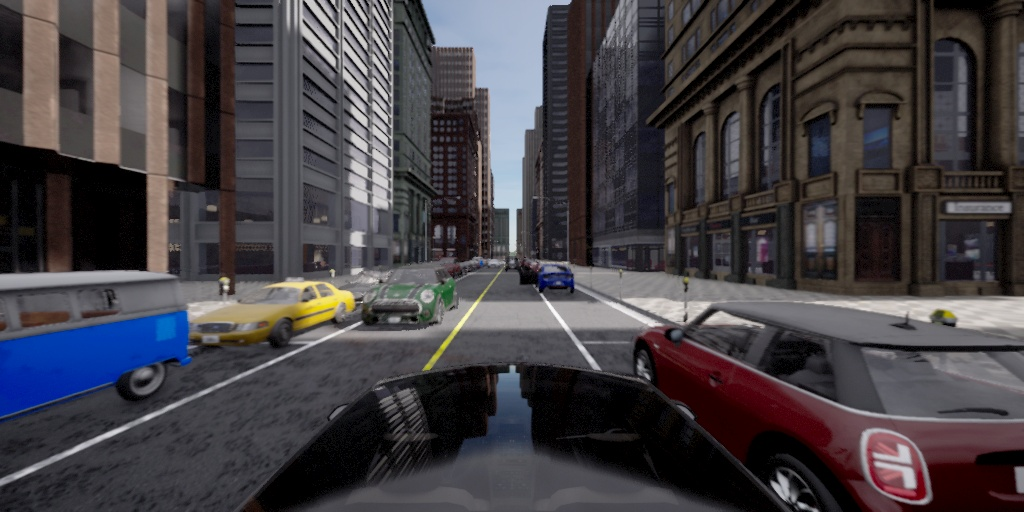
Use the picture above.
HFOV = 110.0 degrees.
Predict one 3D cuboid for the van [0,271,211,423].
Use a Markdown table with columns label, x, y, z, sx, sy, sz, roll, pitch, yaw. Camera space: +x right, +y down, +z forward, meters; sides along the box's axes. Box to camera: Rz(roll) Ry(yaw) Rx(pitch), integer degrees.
| label | x | y | z | sx | sy | sz | roll | pitch | yaw |
| --- | --- | --- | --- | --- | --- | --- | --- | --- | --- |
| van | -5.762 | 1.089 | 3.804 | 1.690 | 1.789 | 3.998 | 0 | 0 | 0 |

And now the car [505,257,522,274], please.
| label | x | y | z | sx | sy | sz | roll | pitch | yaw |
| --- | --- | --- | --- | --- | --- | --- | --- | --- | --- |
| car | 0.076 | 1.246 | 47.180 | 1.812 | 1.442 | 4.674 | 0 | 0 | 0 |

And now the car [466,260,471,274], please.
| label | x | y | z | sx | sy | sz | roll | pitch | yaw |
| --- | --- | --- | --- | --- | --- | --- | --- | --- | --- |
| car | -5.753 | 1.291 | 37.624 | 1.948 | 1.339 | 4.313 | 0 | 0 | 0 |

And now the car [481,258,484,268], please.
| label | x | y | z | sx | sy | sz | roll | pitch | yaw |
| --- | --- | --- | --- | --- | --- | --- | --- | --- | --- |
| car | -5.749 | 1.300 | 54.534 | 1.802 | 1.307 | 4.207 | 0 | 0 | 0 |

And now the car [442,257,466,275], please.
| label | x | y | z | sx | sy | sz | roll | pitch | yaw |
| --- | --- | --- | --- | --- | --- | --- | --- | --- | --- |
| car | -5.755 | 1.043 | 31.987 | 2.192 | 1.841 | 5.009 | 0 | 0 | 0 |

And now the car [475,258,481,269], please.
| label | x | y | z | sx | sy | sz | roll | pitch | yaw |
| --- | --- | --- | --- | --- | --- | --- | --- | --- | --- |
| car | -5.750 | 1.270 | 48.896 | 2.007 | 1.370 | 4.403 | 0 | 0 | 0 |

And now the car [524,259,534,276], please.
| label | x | y | z | sx | sy | sz | roll | pitch | yaw |
| --- | --- | --- | --- | --- | --- | --- | --- | --- | --- |
| car | 2.773 | 1.304 | 43.263 | 1.802 | 1.307 | 4.207 | 0 | 0 | 0 |

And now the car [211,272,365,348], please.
| label | x | y | z | sx | sy | sz | roll | pitch | yaw |
| --- | --- | --- | --- | --- | --- | --- | --- | --- | --- |
| car | -5.761 | 1.268 | 9.271 | 1.751 | 1.417 | 4.829 | 0 | 0 | 0 |

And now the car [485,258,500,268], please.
| label | x | y | z | sx | sy | sz | roll | pitch | yaw |
| --- | --- | --- | --- | --- | --- | --- | --- | --- | --- |
| car | -2.991 | 1.244 | 59.262 | 1.812 | 1.442 | 4.674 | 0 | 0 | 0 |

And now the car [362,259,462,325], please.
| label | x | y | z | sx | sy | sz | roll | pitch | yaw |
| --- | --- | --- | --- | --- | --- | --- | --- | --- | --- |
| car | -3.097 | 1.093 | 11.688 | 2.097 | 1.767 | 4.553 | 0 | 0 | 0 |

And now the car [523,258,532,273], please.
| label | x | y | z | sx | sy | sz | roll | pitch | yaw |
| --- | --- | --- | --- | --- | --- | --- | --- | --- | --- |
| car | 2.775 | 1.302 | 48.900 | 1.802 | 1.307 | 4.207 | 0 | 0 | 0 |

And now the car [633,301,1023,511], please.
| label | x | y | z | sx | sy | sz | roll | pitch | yaw |
| --- | --- | --- | --- | --- | --- | --- | --- | --- | --- |
| car | 2.763 | 1.188 | 3.809 | 1.967 | 1.591 | 4.097 | 0 | 0 | 0 |

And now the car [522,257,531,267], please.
| label | x | y | z | sx | sy | sz | roll | pitch | yaw |
| --- | --- | --- | --- | --- | --- | --- | --- | --- | --- |
| car | 2.776 | 1.158 | 54.536 | 1.967 | 1.591 | 4.097 | 0 | 0 | 0 |

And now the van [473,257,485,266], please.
| label | x | y | z | sx | sy | sz | roll | pitch | yaw |
| --- | --- | --- | --- | --- | --- | --- | --- | --- | --- |
| van | -5.747 | 1.058 | 60.170 | 1.690 | 1.789 | 3.998 | 0 | 0 | 0 |

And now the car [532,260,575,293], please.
| label | x | y | z | sx | sy | sz | roll | pitch | yaw |
| --- | --- | --- | --- | --- | --- | --- | --- | --- | --- |
| car | 2.366 | 1.213 | 20.688 | 1.882 | 1.535 | 5.008 | 0 | 0 | 0 |

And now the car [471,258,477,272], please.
| label | x | y | z | sx | sy | sz | roll | pitch | yaw |
| --- | --- | --- | --- | --- | --- | --- | --- | --- | --- |
| car | -5.752 | 1.288 | 43.260 | 1.948 | 1.339 | 4.313 | 0 | 0 | 0 |

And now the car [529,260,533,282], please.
| label | x | y | z | sx | sy | sz | roll | pitch | yaw |
| --- | --- | --- | --- | --- | --- | --- | --- | --- | --- |
| car | 2.770 | 1.310 | 31.991 | 1.802 | 1.307 | 4.207 | 0 | 0 | 0 |
